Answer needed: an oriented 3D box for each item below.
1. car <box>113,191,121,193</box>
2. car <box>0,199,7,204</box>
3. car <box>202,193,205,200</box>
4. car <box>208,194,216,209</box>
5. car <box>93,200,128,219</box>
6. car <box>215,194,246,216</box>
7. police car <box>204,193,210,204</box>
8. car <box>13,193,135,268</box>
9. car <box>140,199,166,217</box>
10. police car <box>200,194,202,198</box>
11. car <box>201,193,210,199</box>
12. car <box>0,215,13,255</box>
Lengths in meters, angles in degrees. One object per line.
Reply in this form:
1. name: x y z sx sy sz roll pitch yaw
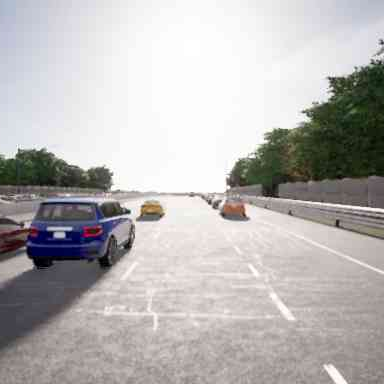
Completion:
1. car: -17.536 0.649 76.969 2.097 1.767 4.553 0 0 0
2. car: -21.108 1.353 34.707 1.812 1.442 4.674 0 0 0
3. car: 3.470 1.029 63.929 1.882 1.535 5.008 0 1 0
4. car: 3.480 1.258 41.897 2.128 1.511 4.902 0 1 0
5. car: -6.914 1.432 28.798 1.994 1.385 4.181 0 0 0
6. car: 3.586 1.209 30.386 2.097 1.767 4.553 0 0 0
7. police car: 3.475 1.164 52.912 2.038 1.542 4.974 0 1 0
8. car: -3.406 1.183 11.231 2.150 2.045 5.566 0 0 0
9. car: -3.415 1.339 29.731 1.882 1.535 5.008 0 0 0
10. police car: 3.465 0.989 74.947 2.038 1.542 4.974 0 0 0
11. car: 3.460 0.973 85.992 2.163 1.488 4.792 0 0 0
12. car: -6.906 1.487 11.266 1.812 1.442 4.674 0 0 0
